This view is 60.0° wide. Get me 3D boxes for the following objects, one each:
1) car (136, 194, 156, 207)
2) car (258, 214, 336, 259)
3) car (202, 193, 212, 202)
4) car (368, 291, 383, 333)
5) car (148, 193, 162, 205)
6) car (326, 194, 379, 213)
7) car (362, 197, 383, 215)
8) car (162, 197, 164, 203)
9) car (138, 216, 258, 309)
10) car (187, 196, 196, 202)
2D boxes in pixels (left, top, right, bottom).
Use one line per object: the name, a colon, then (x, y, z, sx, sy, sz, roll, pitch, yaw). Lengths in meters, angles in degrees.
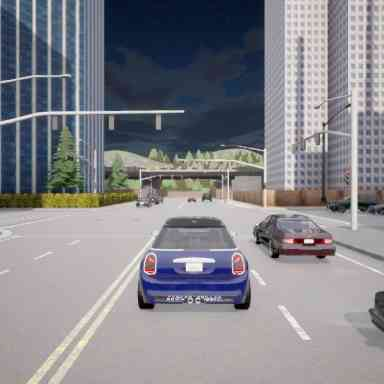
car: (-7.127, 1.491, 49.781, 2.128, 1.511, 4.902, 0, 0, 0)
car: (3.602, 1.547, 12.641, 2.033, 1.411, 5.357, 0, 0, 1)
car: (3.450, 1.202, 77.733, 2.150, 2.045, 5.566, 0, 0, 0)
car: (3.599, 1.547, 2.573, 2.033, 1.411, 5.357, 0, 0, 0)
car: (-7.110, 1.221, 59.648, 2.150, 2.045, 5.566, 0, 0, 0)
car: (17.820, 1.221, 36.622, 5.566, 2.045, 2.150, 0, 0, 0)
car: (19.999, 1.526, 33.089, 4.674, 1.442, 1.812, 0, 0, 0)
car: (-7.045, 1.552, 69.514, 1.994, 1.385, 4.181, 0, 0, 0)
car: (0.054, 1.352, 8.012, 2.097, 1.767, 4.553, 0, 0, 0)
car: (-0.030, 1.596, 72.250, 1.895, 1.301, 4.718, 0, 0, 0)
